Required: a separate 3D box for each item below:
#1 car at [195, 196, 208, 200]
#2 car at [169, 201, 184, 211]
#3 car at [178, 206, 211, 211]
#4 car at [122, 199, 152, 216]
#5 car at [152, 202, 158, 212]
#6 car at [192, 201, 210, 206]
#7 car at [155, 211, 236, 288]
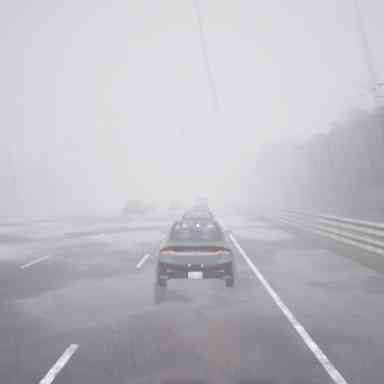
[{"bbox_3d":[1.257,1.614,44.554,2.150,2.045,5.566,0,-1,2],"label":"car"},{"bbox_3d":[-2.188,1.950,46.245,2.033,1.411,5.357,0,-1,1],"label":"car"},{"bbox_3d":[0.347,1.684,18.522,1.895,1.301,4.718,0,0,2],"label":"car"},{"bbox_3d":[-5.998,1.604,35.686,2.097,1.767,4.553,0,-1,1],"label":"car"},{"bbox_3d":[-5.738,1.968,44.765,1.895,1.301,4.718,0,-1,1],"label":"car"},{"bbox_3d":[0.666,1.724,28.423,2.033,1.411,5.357,0,-1,2],"label":"car"},{"bbox_3d":[0.112,1.522,9.336,2.128,1.511,4.902,0,0,1],"label":"car"}]
